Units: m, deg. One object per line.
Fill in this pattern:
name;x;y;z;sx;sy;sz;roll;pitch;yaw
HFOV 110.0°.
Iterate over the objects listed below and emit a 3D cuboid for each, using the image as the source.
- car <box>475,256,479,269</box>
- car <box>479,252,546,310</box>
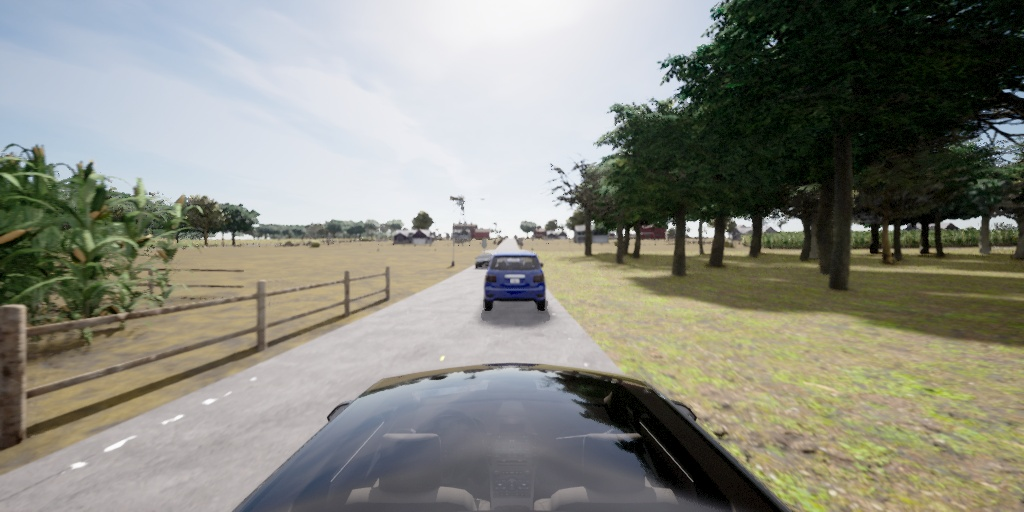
car;-2.833;0.516;37.956;1.882;1.535;5.008;0;2;0
car;0.099;0.853;14.220;2.150;2.045;5.566;0;1;0
